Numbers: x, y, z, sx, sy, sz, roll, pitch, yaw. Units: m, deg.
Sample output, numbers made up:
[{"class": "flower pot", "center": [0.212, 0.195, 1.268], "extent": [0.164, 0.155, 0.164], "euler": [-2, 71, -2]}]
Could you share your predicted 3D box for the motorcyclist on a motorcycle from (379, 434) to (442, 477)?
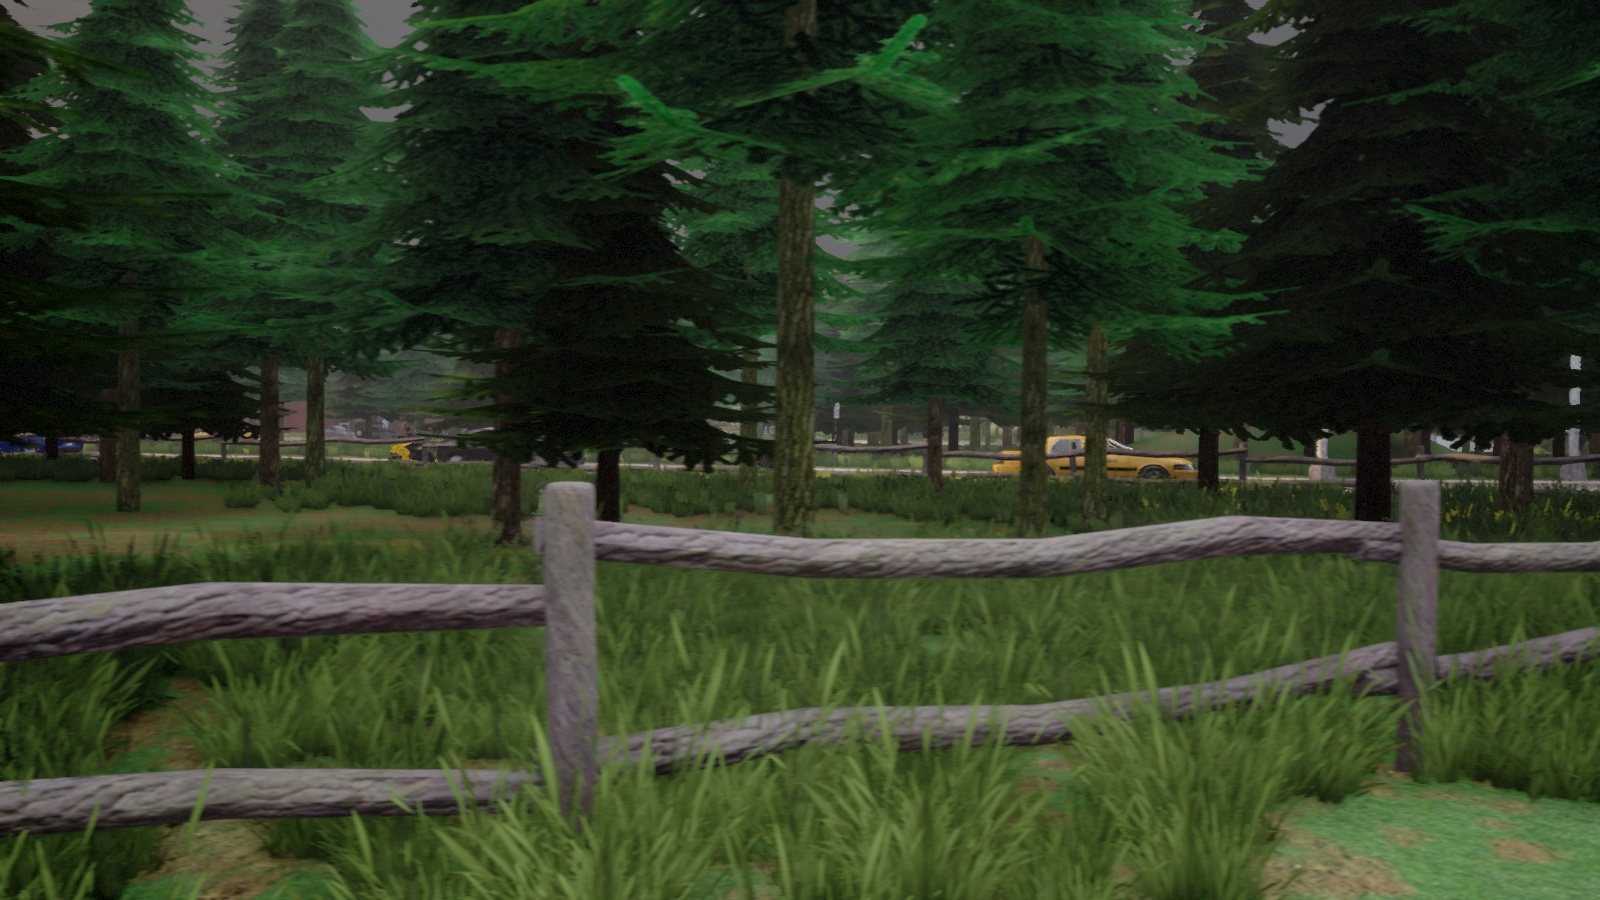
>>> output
[{"class": "motorcyclist on a motorcycle", "center": [-14.049, 0.187, 45.296], "extent": [2.044, 1.523, 0.797], "euler": [0, 1, 19]}]

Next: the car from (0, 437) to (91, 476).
[{"class": "car", "center": [-31.975, 0.267, 51.868], "extent": [5.008, 1.535, 1.882], "euler": [0, 1, 21]}]

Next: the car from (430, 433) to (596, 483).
[{"class": "car", "center": [-9.094, 0.242, 39.845], "extent": [4.892, 1.490, 1.837], "euler": [0, 1, 19]}]

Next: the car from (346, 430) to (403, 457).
[{"class": "car", "center": [-30.780, -0.514, 90.911], "extent": [1.905, 1.878, 3.866], "euler": [0, 1, 18]}]

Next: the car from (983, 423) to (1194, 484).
[{"class": "car", "center": [7.784, 0.086, 33.891], "extent": [5.366, 1.575, 1.801], "euler": [0, 1, 19]}]
